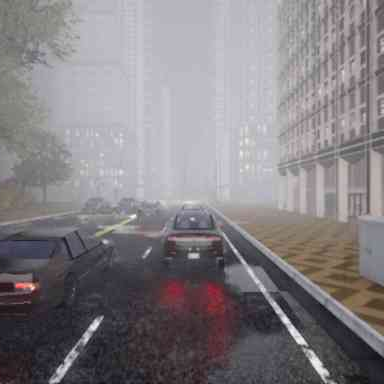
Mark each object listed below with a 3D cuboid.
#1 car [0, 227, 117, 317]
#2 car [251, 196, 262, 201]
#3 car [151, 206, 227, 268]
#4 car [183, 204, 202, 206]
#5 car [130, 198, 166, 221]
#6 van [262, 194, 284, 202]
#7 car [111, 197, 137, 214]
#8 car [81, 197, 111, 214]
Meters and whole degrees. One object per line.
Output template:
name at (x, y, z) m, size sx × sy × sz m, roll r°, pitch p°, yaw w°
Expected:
car at (-3.209, 1.521, 7.712) m, size 2.033 × 1.411 × 5.357 m, roll 0°, pitch 0°, yaw 1°
car at (17.080, 1.535, 82.428) m, size 4.829 × 1.417 × 1.752 m, roll 0°, pitch 0°, yaw 2°
car at (0.066, 1.455, 11.131) m, size 2.128 × 1.511 × 4.902 m, roll 0°, pitch 0°, yaw 0°
car at (0.059, 1.538, 24.995) m, size 1.895 × 1.301 × 4.718 m, roll 0°, pitch 0°, yaw 0°
car at (-3.184, 1.428, 26.445) m, size 2.128 × 1.511 × 4.902 m, roll 0°, pitch 0°, yaw 0°
van at (18.352, 1.347, 74.256) m, size 3.998 × 1.788 × 1.690 m, roll 0°, pitch 0°, yaw 2°
car at (-6.604, 1.283, 34.535) m, size 2.097 × 1.767 × 4.553 m, roll 0°, pitch 0°, yaw 0°
car at (-9.853, 1.282, 34.536) m, size 2.097 × 1.767 × 4.553 m, roll 0°, pitch 0°, yaw 0°
